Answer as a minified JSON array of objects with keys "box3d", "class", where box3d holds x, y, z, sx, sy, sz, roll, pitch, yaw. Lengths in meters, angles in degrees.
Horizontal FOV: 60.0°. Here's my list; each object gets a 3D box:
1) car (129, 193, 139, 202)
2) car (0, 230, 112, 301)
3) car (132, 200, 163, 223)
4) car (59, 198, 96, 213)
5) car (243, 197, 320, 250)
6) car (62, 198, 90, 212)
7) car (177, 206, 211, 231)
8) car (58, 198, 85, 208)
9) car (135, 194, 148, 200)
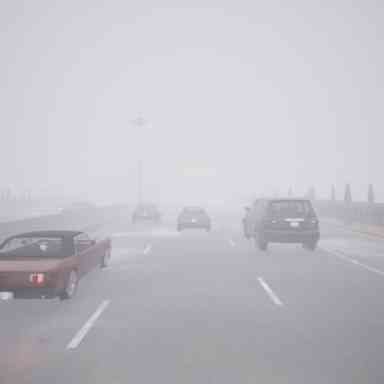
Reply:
[{"box3d":[-13.983,1.299,81.194,2.150,2.045,5.566,0,0,0],"class":"car"},{"box3d":[-3.399,1.602,8.291,1.895,1.301,4.718,0,0,0],"class":"car"},{"box3d":[-3.395,1.566,25.864,1.994,1.385,4.181,0,0,0],"class":"car"},{"box3d":[-10.591,1.550,31.504,2.033,1.411,5.357,0,0,0],"class":"car"},{"box3d":[3.603,1.222,14.362,2.150,2.045,5.566,0,0,0],"class":"car"},{"box3d":[-14.075,1.534,40.609,1.812,1.442,4.674,0,0,0],"class":"car"},{"box3d":[0.104,1.565,20.676,1.994,1.385,4.181,0,0,0],"class":"car"},{"box3d":[-17.554,1.564,48.810,2.033,1.411,5.357,0,0,0],"class":"car"},{"box3d":[-10.484,1.662,71.795,1.895,1.301,4.718,0,0,0],"class":"car"}]
